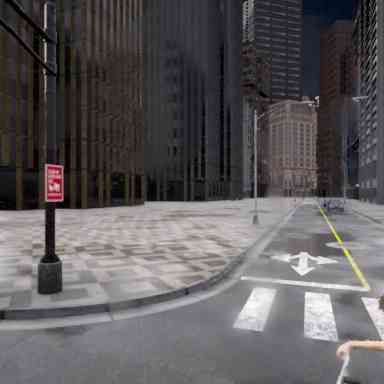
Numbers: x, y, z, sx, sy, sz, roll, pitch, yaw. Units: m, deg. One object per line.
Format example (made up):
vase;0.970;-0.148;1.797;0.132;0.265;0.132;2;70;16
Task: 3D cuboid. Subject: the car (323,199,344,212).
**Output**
car;17.518;1.633;40.782;2.033;1.411;5.357;0;0;20

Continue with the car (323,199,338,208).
car;21.005;1.707;50.636;1.895;1.301;4.718;0;0;20

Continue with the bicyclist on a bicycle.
bicyclist on a bicycle;1.271;1.436;2.156;1.509;1.612;0.866;0;0;20

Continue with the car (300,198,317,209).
car;16.210;1.617;46.122;1.812;1.442;4.674;0;0;20
